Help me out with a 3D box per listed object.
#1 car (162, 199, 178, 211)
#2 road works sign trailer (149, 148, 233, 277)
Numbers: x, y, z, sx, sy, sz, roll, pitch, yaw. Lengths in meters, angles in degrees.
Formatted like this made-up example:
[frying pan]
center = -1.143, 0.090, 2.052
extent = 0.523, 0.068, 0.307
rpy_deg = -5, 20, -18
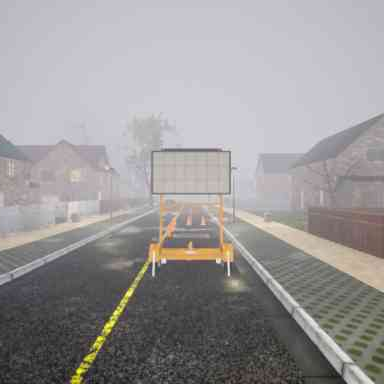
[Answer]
[car]
center = -2.864, 1.672, 42.265
extent = 1.812, 1.442, 4.674
rpy_deg = 0, 0, 0
[road works sign trailer]
center = -0.027, 0.472, 10.208
extent = 2.380, 3.560, 2.880
rpy_deg = 0, 0, 0
